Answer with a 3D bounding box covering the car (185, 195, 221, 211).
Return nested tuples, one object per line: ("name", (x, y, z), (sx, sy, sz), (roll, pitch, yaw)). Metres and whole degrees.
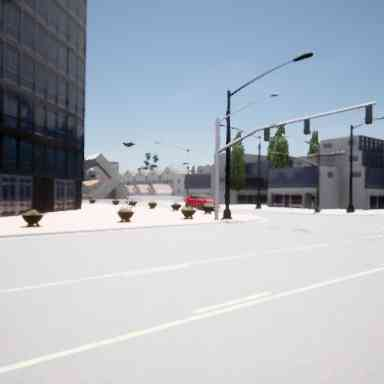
("car", (1.347, 1.355, 42.336), (2.150, 2.045, 5.566), (1, -1, -35))
